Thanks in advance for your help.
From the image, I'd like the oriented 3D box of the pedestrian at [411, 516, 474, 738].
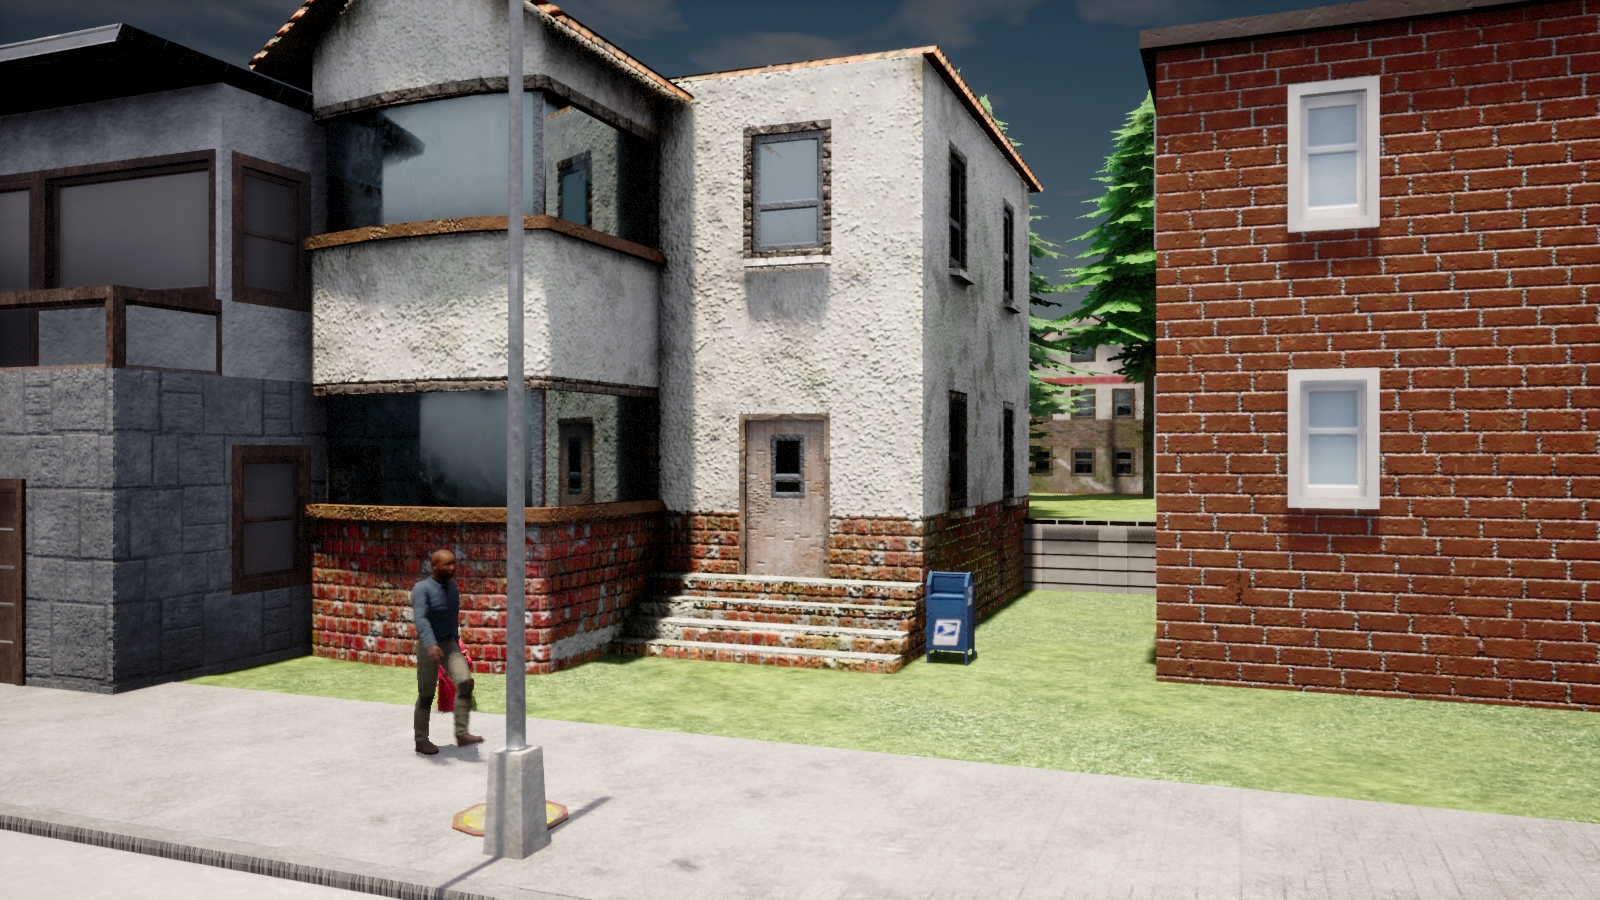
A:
[{"bbox_3d":[-3.122,1.524,9.987,0.375,1.860,0.375,0,0,34],"label":"pedestrian"}]
